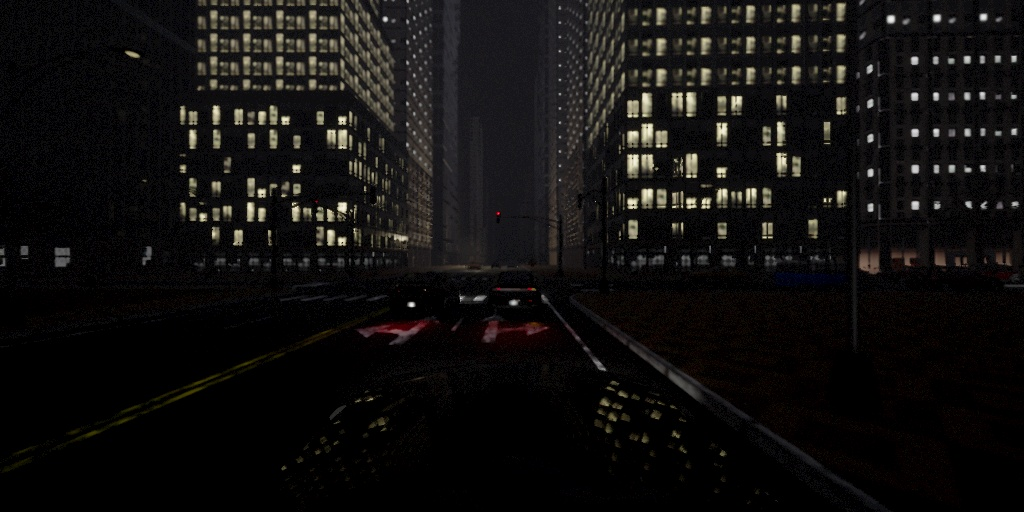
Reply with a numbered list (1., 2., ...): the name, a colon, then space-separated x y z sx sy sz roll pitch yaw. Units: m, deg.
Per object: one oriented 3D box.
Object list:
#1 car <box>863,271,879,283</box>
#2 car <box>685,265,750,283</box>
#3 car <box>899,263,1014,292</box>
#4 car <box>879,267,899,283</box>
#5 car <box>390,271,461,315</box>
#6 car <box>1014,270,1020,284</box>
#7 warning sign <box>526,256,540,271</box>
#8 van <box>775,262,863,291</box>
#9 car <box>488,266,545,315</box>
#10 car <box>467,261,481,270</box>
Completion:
1. car: 26.914 1.527 29.490 4.207 1.307 1.802 0 0 2
2. car: 17.080 1.467 29.972 4.829 1.417 1.751 0 0 2
3. car: 26.631 1.345 21.614 4.097 1.591 1.967 0 0 2
4. car: 32.475 1.493 29.290 4.507 1.381 1.888 0 0 2
5. car: -3.212 1.329 13.951 1.837 1.490 4.892 0 0 0
6. car: 38.035 1.391 29.091 4.097 1.591 1.967 0 0 2
7. warning sign: 2.838 1.210 49.956 1.300 1.860 1.060 0 0 0
8. van: 18.353 1.242 21.800 3.998 1.789 1.690 0 0 2
9. car: 0.213 1.316 13.941 2.128 1.511 4.902 0 0 4
10. car: -6.550 1.680 62.084 1.882 1.535 5.008 0 0 1
